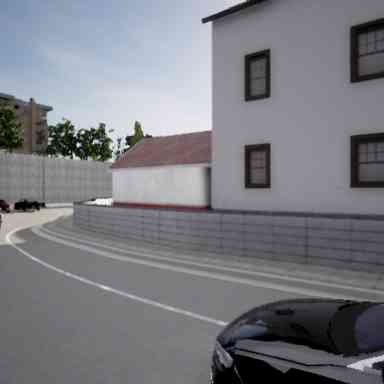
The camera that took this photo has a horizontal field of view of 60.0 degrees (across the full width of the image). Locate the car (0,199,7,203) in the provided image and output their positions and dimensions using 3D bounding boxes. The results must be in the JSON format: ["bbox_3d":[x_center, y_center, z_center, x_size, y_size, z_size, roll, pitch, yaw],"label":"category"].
[{"bbox_3d":[-22.084,1.544,37.431,1.837,1.490,4.892,2,-1,-43],"label":"car"}]

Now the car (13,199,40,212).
[{"bbox_3d":[-20.021,1.531,40.203,2.128,1.511,4.902,0,0,-44],"label":"car"}]

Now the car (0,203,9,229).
[{"bbox_3d":[-11.814,1.568,18.406,2.033,1.411,5.357,0,0,-22],"label":"car"}]

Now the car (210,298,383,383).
[{"bbox_3d":[2.399,1.491,2.350,4.902,1.511,2.128,0,0,37],"label":"car"}]
